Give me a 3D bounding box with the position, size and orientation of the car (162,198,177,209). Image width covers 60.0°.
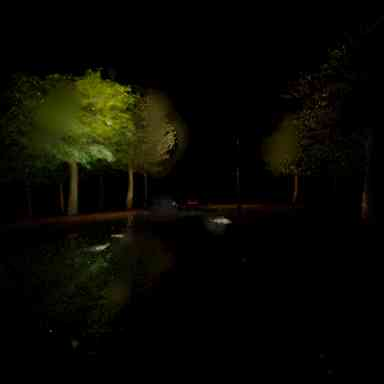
[{"bbox_3d":[-3.578,1.804,53.568,2.097,1.767,4.553,0,-1,0],"label":"car"}]

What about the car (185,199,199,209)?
[{"bbox_3d":[0.023,1.949,53.038,1.837,1.490,4.892,0,-2,0],"label":"car"}]

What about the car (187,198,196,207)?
[{"bbox_3d":[-0.096,2.087,66.650,1.882,1.535,5.008,0,-1,0],"label":"car"}]
